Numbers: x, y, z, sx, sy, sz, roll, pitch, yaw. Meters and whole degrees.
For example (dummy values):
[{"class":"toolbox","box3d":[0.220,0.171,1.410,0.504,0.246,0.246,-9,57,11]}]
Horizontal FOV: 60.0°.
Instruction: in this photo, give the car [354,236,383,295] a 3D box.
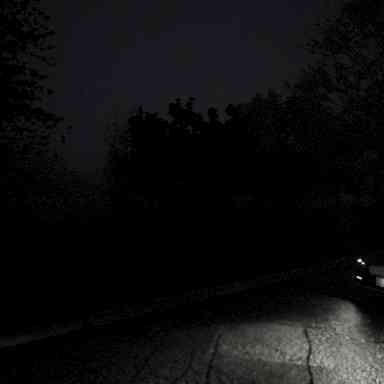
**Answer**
[{"class":"car","box3d":[5.684,1.460,7.738,4.902,1.511,2.128,0,0,-36]}]
